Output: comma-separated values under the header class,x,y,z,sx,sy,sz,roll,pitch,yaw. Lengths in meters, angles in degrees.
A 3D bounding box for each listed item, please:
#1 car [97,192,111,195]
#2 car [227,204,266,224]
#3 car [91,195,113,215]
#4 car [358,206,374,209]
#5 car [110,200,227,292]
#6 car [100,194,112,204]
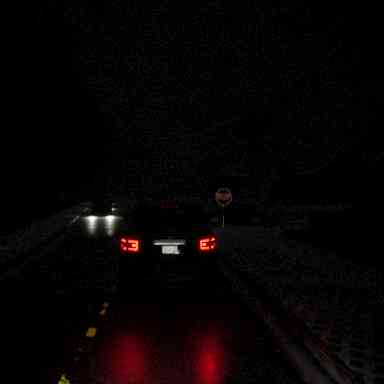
class,x,y,z,sx,sy,sz,roll,pitch,yaw
car,-11.907,1.002,45.107,2.150,2.045,5.566,1,0,-14
car,3.085,1.630,25.196,5.008,1.535,1.882,1,-3,-8
car,-8.767,1.333,32.429,1.882,1.535,5.008,1,0,-14
car,14.477,1.869,27.546,4.674,1.442,1.812,1,-3,-14
car,-0.750,1.219,9.185,2.150,2.045,5.566,0,0,-7
car,-15.297,1.249,59.428,1.837,1.490,4.892,1,1,-12
